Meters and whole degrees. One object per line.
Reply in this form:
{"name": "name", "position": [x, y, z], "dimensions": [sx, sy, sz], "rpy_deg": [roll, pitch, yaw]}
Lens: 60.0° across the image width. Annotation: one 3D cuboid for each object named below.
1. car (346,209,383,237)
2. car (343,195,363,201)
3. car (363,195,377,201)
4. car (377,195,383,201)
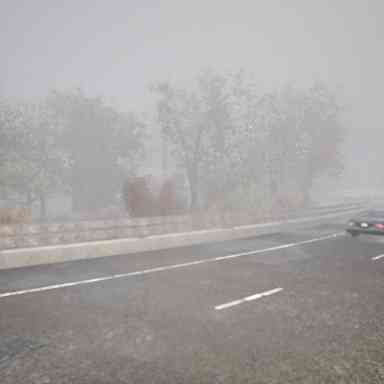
{"name": "car", "position": [9.649, 1.553, 17.001], "dimensions": [2.033, 1.411, 5.357], "rpy_deg": [0, 0, 44]}
{"name": "car", "position": [40.097, 1.556, 83.857], "dimensions": [2.033, 1.411, 5.357], "rpy_deg": [0, 0, 2]}
{"name": "car", "position": [43.587, 1.502, 83.598], "dimensions": [1.837, 1.490, 4.892], "rpy_deg": [0, 0, 2]}
{"name": "car", "position": [47.077, 1.512, 83.338], "dimensions": [2.128, 1.511, 4.902], "rpy_deg": [0, 0, 2]}
